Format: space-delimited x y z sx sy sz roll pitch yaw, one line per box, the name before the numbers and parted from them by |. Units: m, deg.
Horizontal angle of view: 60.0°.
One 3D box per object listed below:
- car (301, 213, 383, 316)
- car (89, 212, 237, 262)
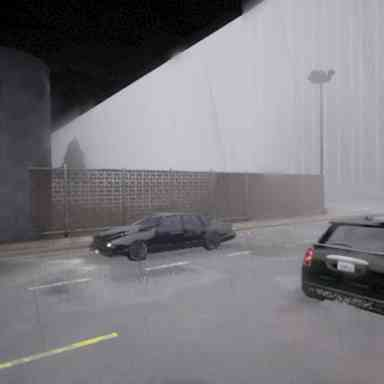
car | 4.341 1.244 6.876 4.553 1.767 2.097 -1 1 -36
car | -0.832 1.456 12.012 5.357 1.411 2.033 -1 1 -36
